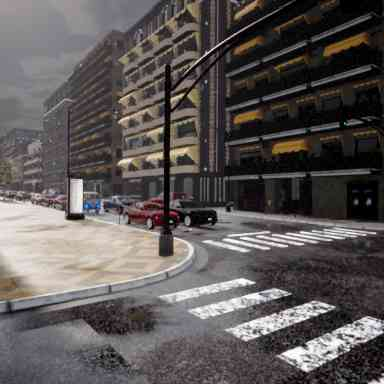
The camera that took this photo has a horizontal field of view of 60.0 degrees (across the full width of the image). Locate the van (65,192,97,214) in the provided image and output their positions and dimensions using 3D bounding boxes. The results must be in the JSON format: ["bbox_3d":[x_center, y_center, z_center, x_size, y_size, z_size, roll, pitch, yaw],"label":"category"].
[{"bbox_3d":[-9.071,0.881,28.218,1.690,1.788,3.998,2,0,-36],"label":"van"}]

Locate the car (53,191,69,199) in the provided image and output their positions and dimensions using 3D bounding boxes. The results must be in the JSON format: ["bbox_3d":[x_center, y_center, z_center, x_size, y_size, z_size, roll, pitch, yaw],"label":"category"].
[{"bbox_3d":[-25.757,0.529,65.285,1.752,1.417,4.829,2,0,-36],"label":"car"}]

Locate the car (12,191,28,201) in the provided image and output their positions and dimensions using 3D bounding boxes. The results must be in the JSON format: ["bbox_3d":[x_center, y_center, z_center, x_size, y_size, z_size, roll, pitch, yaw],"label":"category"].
[{"bbox_3d":[-25.748,0.541,51.063,1.967,1.590,4.097,2,0,-36],"label":"car"}]

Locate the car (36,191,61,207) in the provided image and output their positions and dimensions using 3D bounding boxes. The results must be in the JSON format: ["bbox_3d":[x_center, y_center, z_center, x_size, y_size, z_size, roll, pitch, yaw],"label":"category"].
[{"bbox_3d":[-15.747,0.909,37.356,1.887,1.381,4.507,2,0,-36],"label":"car"}]

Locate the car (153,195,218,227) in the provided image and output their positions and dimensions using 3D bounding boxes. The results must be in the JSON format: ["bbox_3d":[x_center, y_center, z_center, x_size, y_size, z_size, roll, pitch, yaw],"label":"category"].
[{"bbox_3d":[-0.419,1.216,20.722,1.882,1.535,5.008,1,0,-35],"label":"car"}]

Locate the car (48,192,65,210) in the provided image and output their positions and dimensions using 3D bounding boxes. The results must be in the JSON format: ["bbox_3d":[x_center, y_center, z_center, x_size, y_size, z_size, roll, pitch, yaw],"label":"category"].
[{"bbox_3d":[-12.412,0.997,32.787,1.887,1.381,4.507,2,0,-36],"label":"car"}]

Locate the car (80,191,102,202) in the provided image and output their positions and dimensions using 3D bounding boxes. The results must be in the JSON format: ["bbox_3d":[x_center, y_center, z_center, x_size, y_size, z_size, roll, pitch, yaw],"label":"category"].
[{"bbox_3d":[-15.650,0.710,51.441,1.967,1.590,4.097,2,0,-36],"label":"car"}]

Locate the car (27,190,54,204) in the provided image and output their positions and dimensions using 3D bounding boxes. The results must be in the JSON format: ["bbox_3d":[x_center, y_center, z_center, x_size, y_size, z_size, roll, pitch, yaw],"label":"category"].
[{"bbox_3d":[-18.981,0.805,41.788,1.752,1.417,4.829,2,0,-36],"label":"car"}]

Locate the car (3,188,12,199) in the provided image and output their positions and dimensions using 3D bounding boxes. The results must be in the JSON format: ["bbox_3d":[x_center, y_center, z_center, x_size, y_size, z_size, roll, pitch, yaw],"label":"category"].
[{"bbox_3d":[-32.421,0.470,60.202,1.887,1.381,4.507,2,0,-36],"label":"car"}]

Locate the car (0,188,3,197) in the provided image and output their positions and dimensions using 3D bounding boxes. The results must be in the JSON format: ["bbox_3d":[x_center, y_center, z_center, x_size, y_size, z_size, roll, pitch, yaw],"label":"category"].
[{"bbox_3d":[-39.091,0.301,69.339,2.008,1.369,4.403,2,0,-36],"label":"car"}]

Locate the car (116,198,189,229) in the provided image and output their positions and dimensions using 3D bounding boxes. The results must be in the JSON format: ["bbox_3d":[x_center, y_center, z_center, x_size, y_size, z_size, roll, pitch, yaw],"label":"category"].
[{"bbox_3d":[-2.408,1.261,19.080,1.887,1.381,4.507,2,0,-36],"label":"car"}]

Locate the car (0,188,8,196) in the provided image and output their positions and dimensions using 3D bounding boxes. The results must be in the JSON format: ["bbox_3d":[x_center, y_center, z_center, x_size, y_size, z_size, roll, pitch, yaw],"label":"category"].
[{"bbox_3d":[-42.419,-0.022,73.909,2.192,1.841,5.009,2,0,-36],"label":"car"}]

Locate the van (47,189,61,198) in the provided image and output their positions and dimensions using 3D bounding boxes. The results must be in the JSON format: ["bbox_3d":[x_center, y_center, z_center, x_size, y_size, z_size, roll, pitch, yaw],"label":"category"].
[{"bbox_3d":[-28.986,0.260,69.717,1.690,1.788,3.998,2,0,-36],"label":"van"}]

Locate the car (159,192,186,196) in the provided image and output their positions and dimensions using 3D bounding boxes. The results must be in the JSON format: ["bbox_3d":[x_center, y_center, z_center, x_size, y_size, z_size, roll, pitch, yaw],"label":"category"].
[{"bbox_3d":[-2.307,0.936,33.164,2.192,1.841,5.009,2,0,-36],"label":"car"}]

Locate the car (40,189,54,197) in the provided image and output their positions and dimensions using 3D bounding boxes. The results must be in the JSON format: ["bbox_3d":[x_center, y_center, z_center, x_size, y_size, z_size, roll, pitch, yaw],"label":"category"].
[{"bbox_3d":[-32.324,0.272,74.286,1.967,1.590,4.097,2,0,-36],"label":"car"}]

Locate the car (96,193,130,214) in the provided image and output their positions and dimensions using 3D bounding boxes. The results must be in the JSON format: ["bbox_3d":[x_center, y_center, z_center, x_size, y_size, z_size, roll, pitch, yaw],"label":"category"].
[{"bbox_3d":[-6.004,1.083,28.382,2.128,1.511,4.902,1,0,-36],"label":"car"}]

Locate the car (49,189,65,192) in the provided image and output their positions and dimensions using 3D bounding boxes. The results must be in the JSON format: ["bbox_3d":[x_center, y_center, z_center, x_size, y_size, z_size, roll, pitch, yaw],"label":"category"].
[{"bbox_3d":[-17.682,0.635,44.463,2.097,1.767,4.553,1,0,-36],"label":"car"}]

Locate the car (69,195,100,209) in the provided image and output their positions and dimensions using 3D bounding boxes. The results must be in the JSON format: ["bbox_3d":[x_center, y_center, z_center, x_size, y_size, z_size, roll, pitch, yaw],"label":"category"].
[{"bbox_3d":[-11.826,1.039,36.369,1.895,1.301,4.718,1,0,-36],"label":"car"}]
